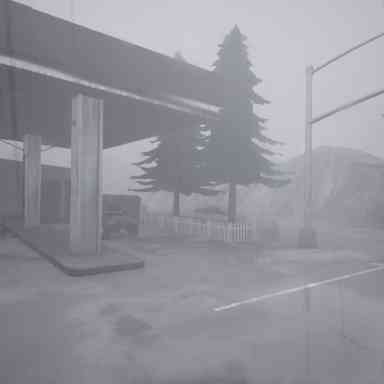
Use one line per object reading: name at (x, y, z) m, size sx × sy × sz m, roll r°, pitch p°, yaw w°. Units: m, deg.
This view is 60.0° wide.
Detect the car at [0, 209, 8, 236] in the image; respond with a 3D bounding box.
car at (-11.665, 1.520, 18.470) m, size 2.242 × 1.667 × 4.611 m, roll 1°, pitch 0°, yaw -36°

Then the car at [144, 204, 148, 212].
car at (-7.225, 1.722, 41.037) m, size 1.895 × 1.301 × 4.718 m, roll 1°, pitch 0°, yaw -35°

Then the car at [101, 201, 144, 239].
car at (-4.534, 1.446, 18.268) m, size 1.905 × 1.878 × 3.866 m, roll 1°, pitch 0°, yaw -36°

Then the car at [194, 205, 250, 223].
car at (2.309, 1.780, 27.515) m, size 2.033 × 1.411 × 5.357 m, roll 1°, pitch 0°, yaw -35°
